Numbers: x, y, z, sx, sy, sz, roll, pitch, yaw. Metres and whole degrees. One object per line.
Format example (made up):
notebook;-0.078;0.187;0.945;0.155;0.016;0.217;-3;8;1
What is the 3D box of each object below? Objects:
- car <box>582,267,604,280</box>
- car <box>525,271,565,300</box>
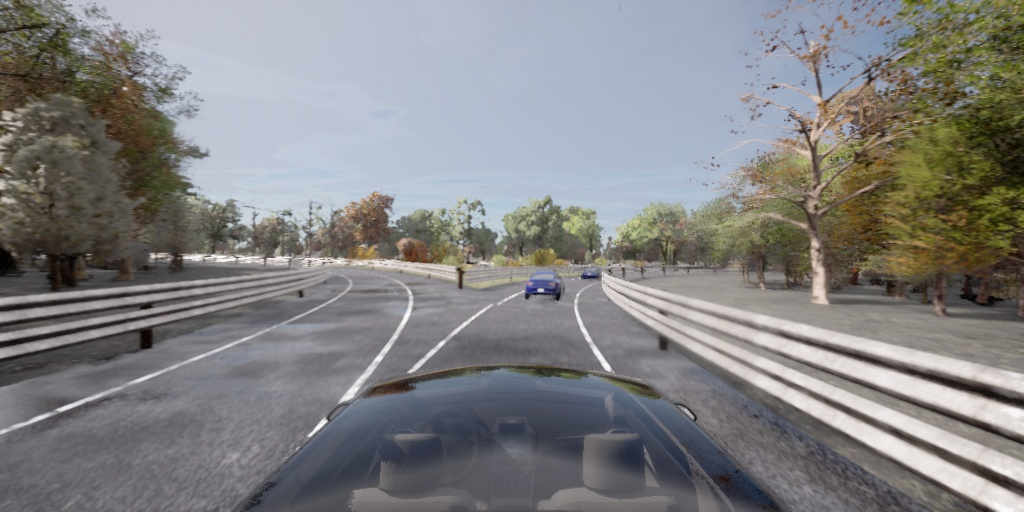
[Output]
car;9.440;1.948;40.979;1.994;1.385;4.181;0;-1;30
car;1.895;1.544;19.906;1.812;1.442;4.674;0;-1;12
